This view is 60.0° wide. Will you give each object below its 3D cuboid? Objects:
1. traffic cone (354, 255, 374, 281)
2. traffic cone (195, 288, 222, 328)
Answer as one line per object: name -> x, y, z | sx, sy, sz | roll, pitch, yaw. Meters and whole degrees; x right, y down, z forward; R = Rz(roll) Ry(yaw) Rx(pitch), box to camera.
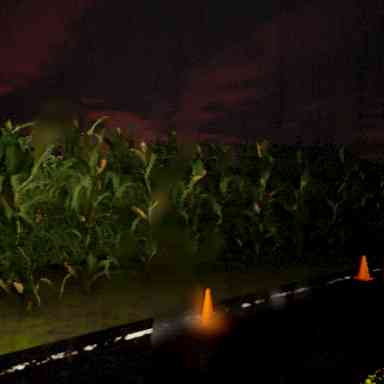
traffic cone -> 4.411, 1.926, 8.538 | 0.340, 0.580, 0.340 | 0, 0, -34
traffic cone -> 0.278, 1.942, 5.678 | 0.340, 0.580, 0.340 | 0, 0, -35
